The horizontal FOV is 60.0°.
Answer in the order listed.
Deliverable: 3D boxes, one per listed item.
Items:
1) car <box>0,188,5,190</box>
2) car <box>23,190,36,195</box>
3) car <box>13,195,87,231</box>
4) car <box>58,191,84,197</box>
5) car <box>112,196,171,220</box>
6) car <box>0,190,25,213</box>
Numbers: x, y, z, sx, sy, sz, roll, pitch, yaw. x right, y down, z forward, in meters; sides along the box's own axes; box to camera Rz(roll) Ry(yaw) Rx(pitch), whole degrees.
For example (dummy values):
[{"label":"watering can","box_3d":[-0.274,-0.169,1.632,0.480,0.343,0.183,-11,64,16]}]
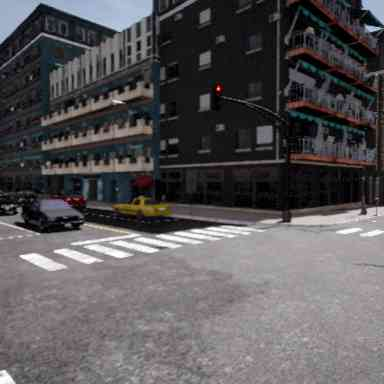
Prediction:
[{"label":"car","box_3d":[-26.487,0.176,45.259,1.967,1.590,4.097,-2,3,-44]},{"label":"car","box_3d":[-18.753,0.513,37.347,2.008,1.369,4.403,-2,3,-44]},{"label":"car","box_3d":[-7.527,1.097,17.613,2.033,1.411,5.357,-2,2,-40]},{"label":"car","box_3d":[-11.020,0.629,29.428,1.967,1.590,4.097,-2,3,-44]},{"label":"car","box_3d":[-3.405,0.939,21.637,1.752,1.417,4.829,-2,3,-44]},{"label":"car","box_3d":[-14.317,0.855,24.526,1.837,1.490,4.892,-2,2,-44]}]
